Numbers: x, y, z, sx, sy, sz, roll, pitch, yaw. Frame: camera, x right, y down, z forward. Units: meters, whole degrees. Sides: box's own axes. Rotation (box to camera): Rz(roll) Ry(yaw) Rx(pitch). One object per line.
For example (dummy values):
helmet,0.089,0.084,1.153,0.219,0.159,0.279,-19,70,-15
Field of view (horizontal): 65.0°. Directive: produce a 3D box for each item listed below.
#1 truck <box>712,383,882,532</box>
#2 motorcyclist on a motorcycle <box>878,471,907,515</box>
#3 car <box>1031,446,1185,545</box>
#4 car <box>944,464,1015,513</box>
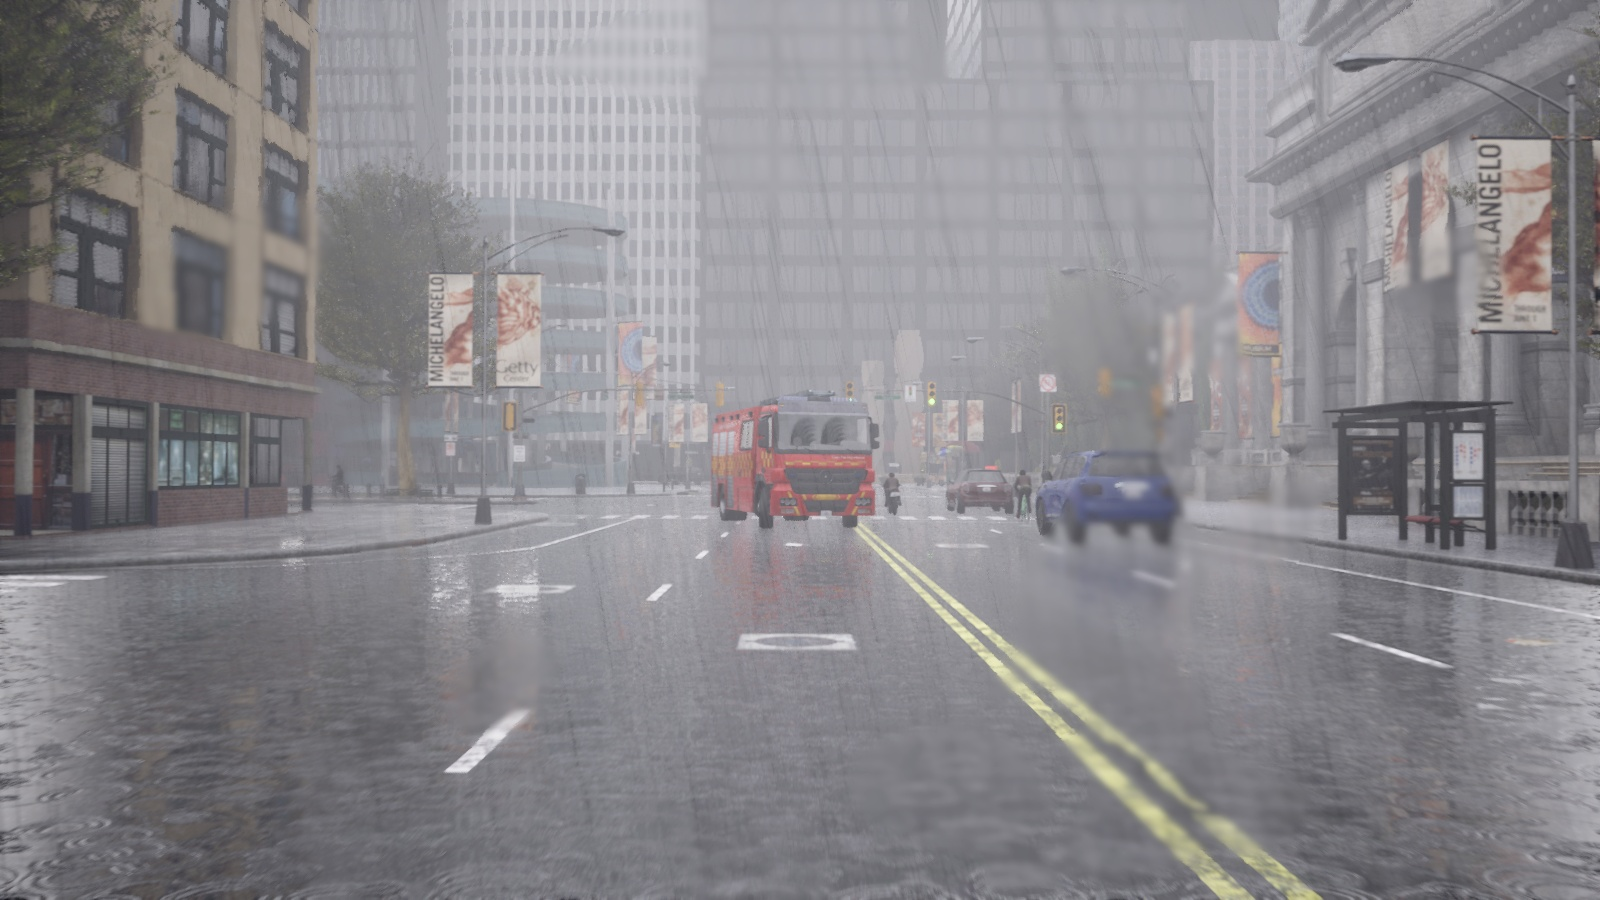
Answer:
truck,-0.341,0.266,36.718,2.891,3.827,8.468,0,-1,-15
motorcyclist on a motorcycle,3.303,1.539,45.105,0.797,1.523,2.044,0,-1,-3
car,6.929,0.990,28.939,2.150,2.045,5.566,0,-1,0
car,6.883,1.459,48.605,2.097,1.767,4.553,0,-1,0
